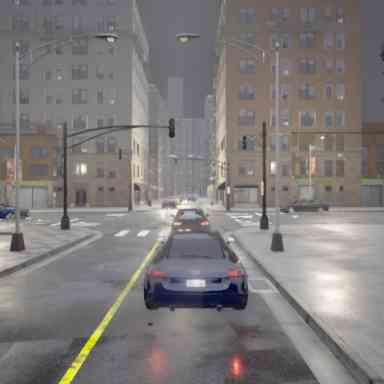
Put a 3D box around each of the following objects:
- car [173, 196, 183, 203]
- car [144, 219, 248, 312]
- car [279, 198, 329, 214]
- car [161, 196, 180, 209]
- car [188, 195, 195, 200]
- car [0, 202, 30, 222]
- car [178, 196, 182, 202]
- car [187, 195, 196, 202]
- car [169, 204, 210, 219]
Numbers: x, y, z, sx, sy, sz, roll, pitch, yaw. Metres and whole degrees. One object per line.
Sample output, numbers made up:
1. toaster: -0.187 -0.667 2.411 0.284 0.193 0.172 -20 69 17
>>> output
1. car: -3.065 1.564 73.928 2.033 1.411 5.357 0 0 0
2. car: 0.084 1.562 7.807 1.994 1.385 4.181 0 0 0
3. car: 11.154 1.436 33.318 4.892 1.490 1.837 -1 0 0
4. car: -3.072 1.604 44.847 1.895 1.301 4.718 0 0 0
5. car: -0.104 1.459 86.349 1.895 1.301 4.718 0 0 0
6. car: -15.519 1.522 26.454 5.008 1.535 1.882 0 0 0
7. car: -3.098 1.492 58.508 1.882 1.535 5.008 0 1 0
8. car: -0.071 1.543 75.898 2.128 1.511 4.902 0 0 0
9. car: -0.085 1.520 16.551 1.812 1.442 4.674 0 0 -1
